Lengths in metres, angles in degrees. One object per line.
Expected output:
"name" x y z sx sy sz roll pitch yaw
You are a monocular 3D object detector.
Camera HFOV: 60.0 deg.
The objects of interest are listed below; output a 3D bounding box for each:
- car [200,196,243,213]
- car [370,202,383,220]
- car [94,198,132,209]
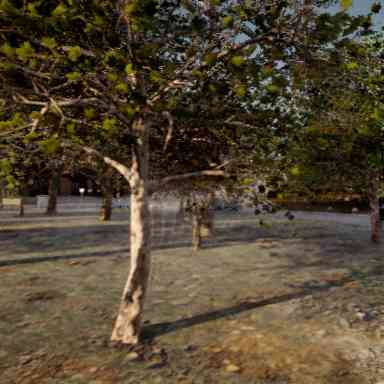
"car" 3.110 1.417 35.813 4.902 1.511 2.128 0 0 32
"car" 16.739 1.190 25.266 5.566 2.045 2.150 0 1 45
"car" -9.248 1.419 41.119 5.357 1.411 2.033 0 1 -5
